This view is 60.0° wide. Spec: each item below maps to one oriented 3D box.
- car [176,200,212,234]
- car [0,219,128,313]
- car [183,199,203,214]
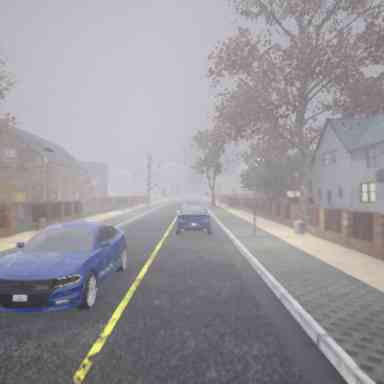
[{"bbox_3d":[0.099,1.491,19.368,1.882,1.535,5.008,0,0,0],"label":"car"},{"bbox_3d":[-2.844,1.483,8.003,1.882,1.535,5.008,0,0,0],"label":"car"},{"bbox_3d":[0.093,1.574,37.430,2.033,1.411,5.357,0,0,0],"label":"car"}]
